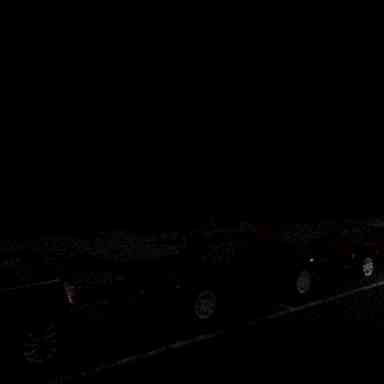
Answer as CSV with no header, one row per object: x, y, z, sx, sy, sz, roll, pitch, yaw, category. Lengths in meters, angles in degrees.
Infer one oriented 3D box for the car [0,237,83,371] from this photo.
-3.607,1.432,4.071,4.097,1.590,1.967,1,0,-35,car

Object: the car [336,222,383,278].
5.513,1.670,10.576,4.507,1.381,1.887,1,0,-35,car

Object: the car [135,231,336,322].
0.952,1.603,7.323,4.507,1.381,1.887,1,0,-35,car
